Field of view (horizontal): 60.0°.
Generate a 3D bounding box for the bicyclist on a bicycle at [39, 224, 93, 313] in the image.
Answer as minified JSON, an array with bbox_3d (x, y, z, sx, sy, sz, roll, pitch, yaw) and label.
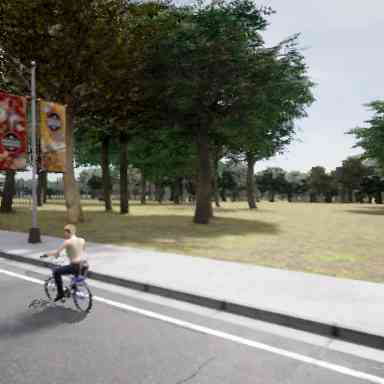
[{"bbox_3d":[-2.398,1.420,6.395,1.509,1.612,0.866,0,0,35],"label":"bicyclist on a bicycle"}]
